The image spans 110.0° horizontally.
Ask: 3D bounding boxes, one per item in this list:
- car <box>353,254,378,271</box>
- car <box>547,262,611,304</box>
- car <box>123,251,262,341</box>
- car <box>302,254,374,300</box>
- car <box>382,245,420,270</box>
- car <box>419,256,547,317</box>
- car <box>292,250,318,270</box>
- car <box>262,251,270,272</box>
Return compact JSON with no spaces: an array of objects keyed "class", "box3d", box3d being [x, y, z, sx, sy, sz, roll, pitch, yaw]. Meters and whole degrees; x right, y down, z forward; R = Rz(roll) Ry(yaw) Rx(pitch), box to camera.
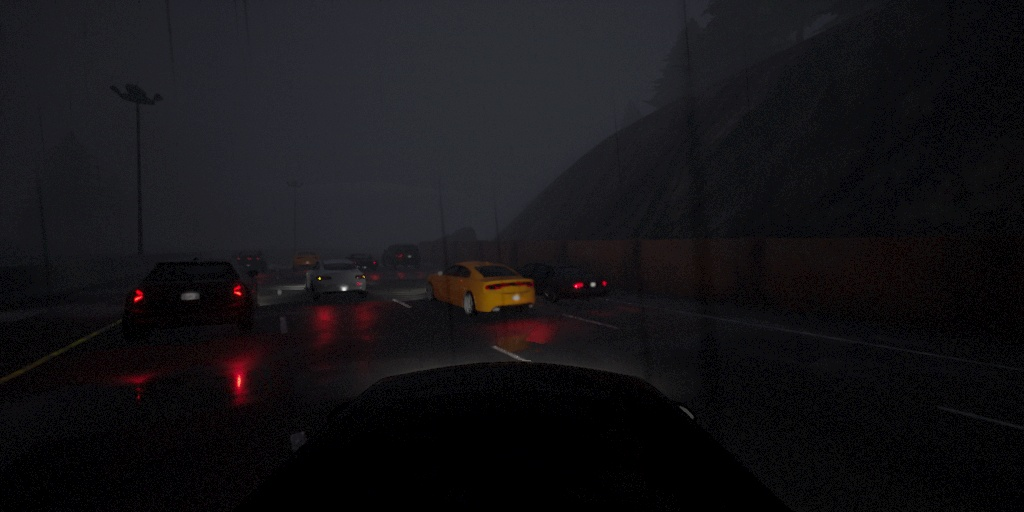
[{"class":"car","box3d":[-11.927,0.469,28.058,1.895,1.301,4.718,0,2,-33]},{"class":"car","box3d":[1.375,0.950,14.294,2.033,1.411,5.357,0,2,-34]},{"class":"car","box3d":[-7.874,0.802,9.236,2.097,1.767,4.553,0,2,-34]},{"class":"car","box3d":[-7.172,0.833,14.505,1.812,1.442,4.674,0,2,-34]},{"class":"car","box3d":[-9.604,0.033,30.931,2.150,2.045,5.566,-1,2,-32]},{"class":"car","box3d":[-1.246,0.921,11.915,1.882,1.535,5.008,0,2,-34]},{"class":"car","box3d":[-16.773,0.259,29.325,1.882,1.535,5.008,-1,2,-31]},{"class":"car","box3d":[-18.909,0.345,26.087,2.128,1.511,4.902,0,2,-31]}]
